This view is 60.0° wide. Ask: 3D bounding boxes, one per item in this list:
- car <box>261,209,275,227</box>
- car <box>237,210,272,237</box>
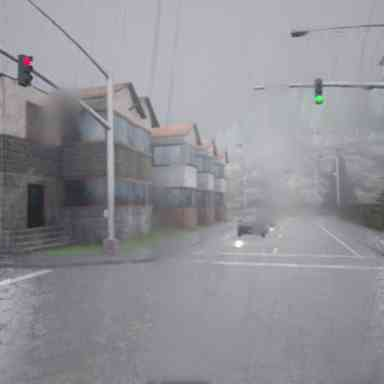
[{"bbox_3d":[7.310,2.562,33.847,2.097,1.767,4.553,-2,-2,17],"label":"car"},{"bbox_3d":[4.535,2.382,24.453,1.882,1.535,5.008,-2,-2,17],"label":"car"}]
